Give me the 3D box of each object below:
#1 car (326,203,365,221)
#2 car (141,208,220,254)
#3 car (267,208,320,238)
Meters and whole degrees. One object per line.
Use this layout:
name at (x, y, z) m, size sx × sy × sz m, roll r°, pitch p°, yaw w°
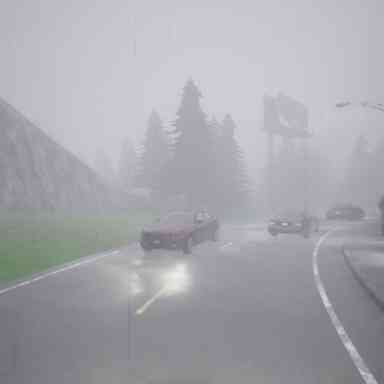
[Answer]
car at (12.582, 1.577, 27.137) m, size 1.994 × 1.385 × 4.181 m, roll 0°, pitch 0°, yaw 42°
car at (-0.298, 1.484, 13.985) m, size 1.882 × 1.535 × 5.008 m, roll 0°, pitch 0°, yaw 22°
car at (5.543, 1.556, 17.789) m, size 2.033 × 1.411 × 5.357 m, roll 0°, pitch 0°, yaw 28°
